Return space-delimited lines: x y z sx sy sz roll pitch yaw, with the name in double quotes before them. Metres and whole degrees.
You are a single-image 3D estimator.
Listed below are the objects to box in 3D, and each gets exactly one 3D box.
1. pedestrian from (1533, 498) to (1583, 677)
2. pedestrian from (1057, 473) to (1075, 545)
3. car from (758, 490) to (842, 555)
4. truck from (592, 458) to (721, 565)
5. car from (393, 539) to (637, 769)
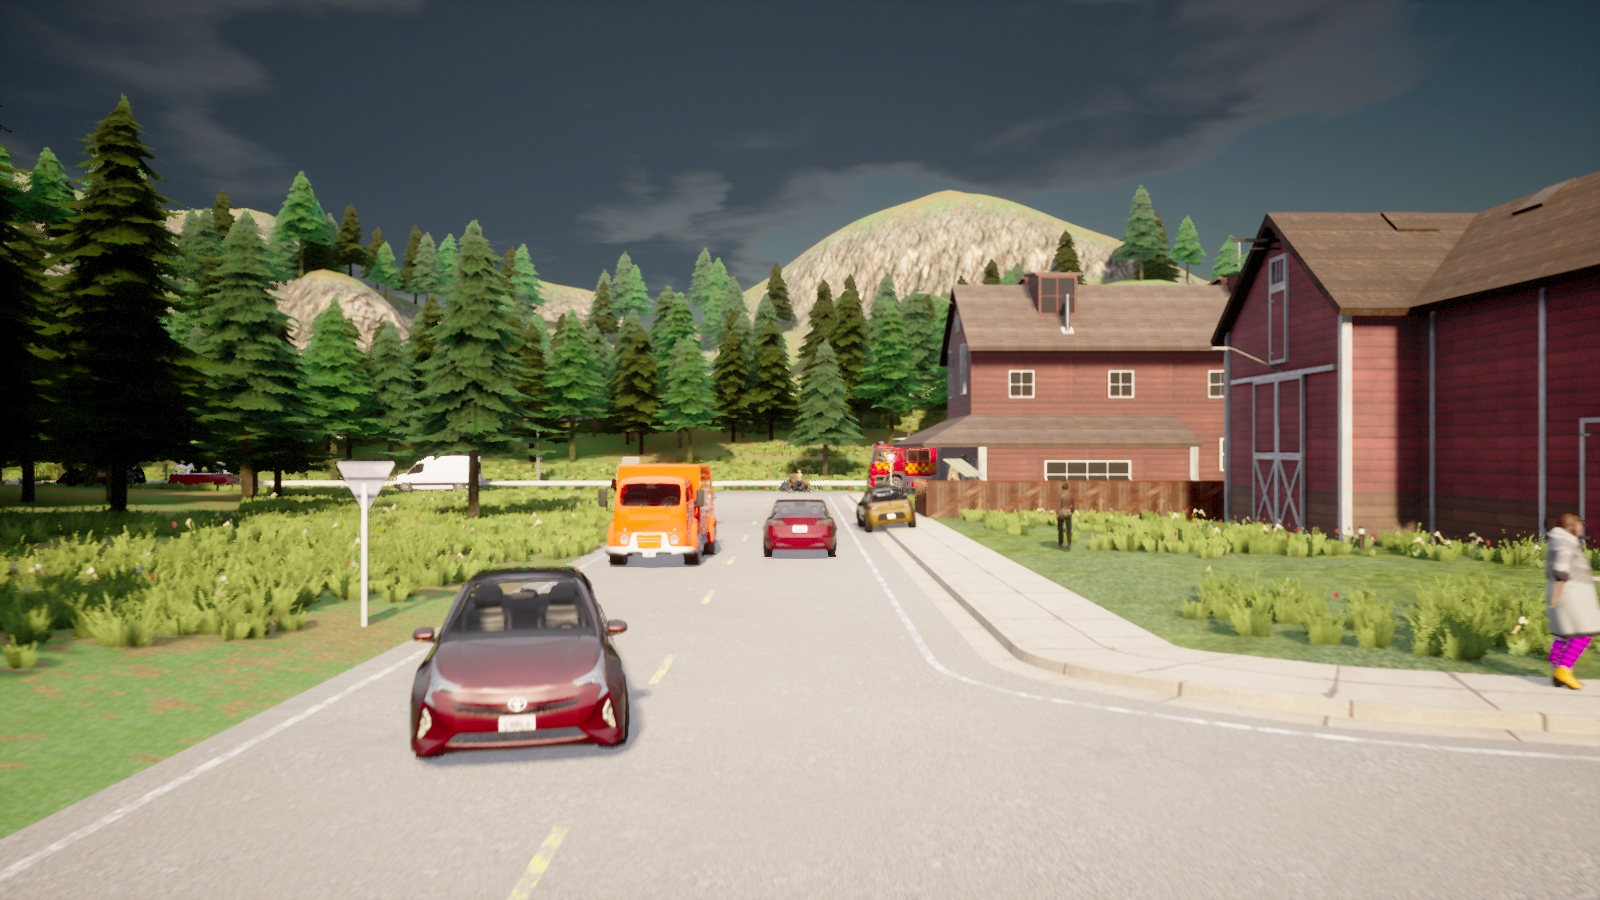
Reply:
"pedestrian" 8.159 1.461 12.301 0.375 1.860 0.375 0 0 22
"pedestrian" 6.964 1.548 29.949 0.375 1.860 0.375 0 0 -3
"car" 0.000 1.932 31.621 2.163 1.488 4.792 0 0 0
"truck" -3.499 1.441 29.089 2.627 2.467 5.204 0 0 0
"car" -2.860 1.881 11.912 2.007 1.525 4.514 0 0 -12
